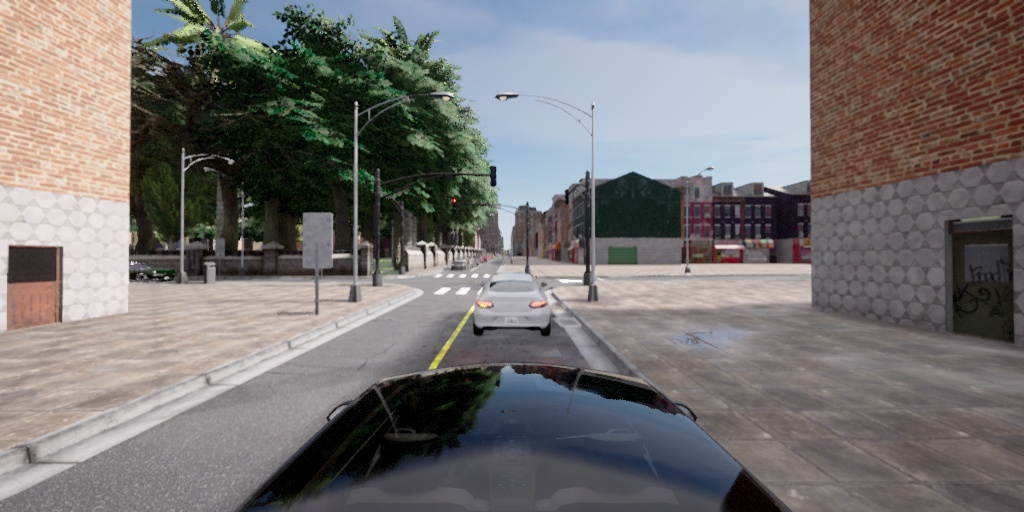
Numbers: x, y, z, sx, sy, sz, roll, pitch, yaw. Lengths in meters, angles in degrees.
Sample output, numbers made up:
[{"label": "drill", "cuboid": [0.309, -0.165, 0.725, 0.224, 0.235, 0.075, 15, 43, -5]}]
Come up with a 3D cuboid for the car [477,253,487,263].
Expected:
[{"label": "car", "cuboid": [-5.763, 0.571, 62.402, 1.802, 1.307, 4.207, 0, 0, -1]}]

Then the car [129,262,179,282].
[{"label": "car", "cuboid": [-23.802, 1.048, 22.426, 4.718, 1.301, 1.895, 0, -1, 0]}]

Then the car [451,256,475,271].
[{"label": "car", "cuboid": [-5.572, 0.814, 38.920, 2.007, 1.370, 4.403, 0, 0, -1]}]

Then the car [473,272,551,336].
[{"label": "car", "cuboid": [0.017, 1.165, 9.888, 1.812, 1.442, 4.674, 0, 1, 1]}]

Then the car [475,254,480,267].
[{"label": "car", "cuboid": [-5.611, 0.727, 46.054, 2.007, 1.370, 4.403, 0, 0, -1]}]

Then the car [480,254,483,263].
[{"label": "car", "cuboid": [-5.662, 0.677, 51.504, 1.948, 1.339, 4.313, 0, 0, -1]}]
